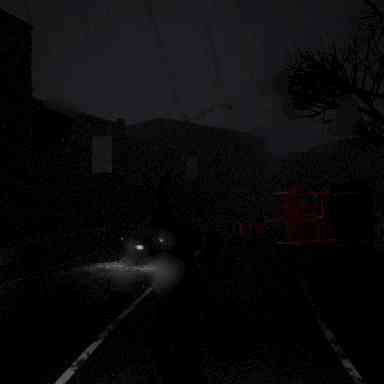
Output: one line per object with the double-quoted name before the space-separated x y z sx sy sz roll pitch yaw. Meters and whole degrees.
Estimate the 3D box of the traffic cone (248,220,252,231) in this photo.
"traffic cone" 3.406 1.946 19.508 0.340 0.580 0.340 1 0 23

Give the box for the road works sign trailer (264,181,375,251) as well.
"road works sign trailer" 4.691 0.942 12.340 2.880 2.380 3.560 -2 -2 -45

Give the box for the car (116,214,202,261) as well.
"car" -1.046 1.544 12.331 1.994 1.385 4.181 0 0 18

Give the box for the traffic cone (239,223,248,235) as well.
"traffic cone" 2.625 1.945 17.667 0.340 0.580 0.340 1 0 23
